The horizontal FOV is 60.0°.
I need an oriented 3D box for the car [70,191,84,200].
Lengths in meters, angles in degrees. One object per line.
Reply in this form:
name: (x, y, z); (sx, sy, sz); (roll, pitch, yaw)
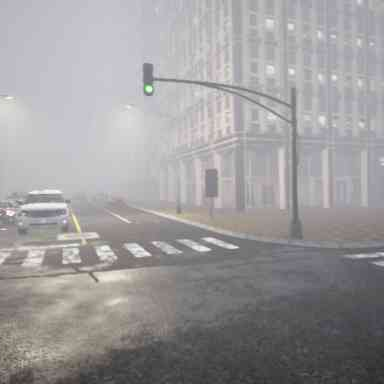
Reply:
car: (-19.627, 0.610, 56.656); (1.994, 1.385, 4.181); (-1, 1, -21)

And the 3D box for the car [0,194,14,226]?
car: (-11.409, 1.153, 19.906); (1.967, 1.590, 4.097); (0, 1, -21)

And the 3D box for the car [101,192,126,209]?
car: (-7.697, 0.970, 33.400); (1.802, 1.307, 4.206); (0, 1, -21)

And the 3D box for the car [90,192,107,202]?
car: (-13.799, 0.702, 48.979); (1.947, 1.339, 4.313); (0, 1, -21)

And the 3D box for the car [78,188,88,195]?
car: (-28.035, -0.134, 85.322); (2.192, 1.841, 5.009); (0, 1, -21)

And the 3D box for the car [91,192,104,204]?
car: (-11.826, 0.743, 43.944); (1.752, 1.417, 4.829); (0, 1, -21)

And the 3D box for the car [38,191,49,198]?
car: (-29.709, 0.504, 66.622); (1.887, 1.381, 4.507); (0, 1, -21)

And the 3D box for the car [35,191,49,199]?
car: (-27.675, 0.594, 61.432); (2.008, 1.369, 4.403); (0, 1, -21)

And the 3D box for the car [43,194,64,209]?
car: (-15.034, 0.980, 36.238); (1.994, 1.385, 4.181); (-1, 1, -22)

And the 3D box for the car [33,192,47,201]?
car: (-25.642, 0.671, 56.241); (1.887, 1.381, 4.507); (0, 1, -21)

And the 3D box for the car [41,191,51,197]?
car: (-33.776, 0.359, 77.003); (1.947, 1.339, 4.313); (0, 1, -21)

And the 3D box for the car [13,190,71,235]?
car: (-7.760, 0.938, 17.643); (2.150, 2.045, 5.566); (-1, 1, -21)

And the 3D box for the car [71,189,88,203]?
car: (-15.833, 0.749, 47.025); (2.033, 1.411, 5.357); (-1, 1, -22)

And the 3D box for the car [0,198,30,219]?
car: (-13.443, 1.211, 25.099); (1.802, 1.307, 4.206); (0, 1, -21)

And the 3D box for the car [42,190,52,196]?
car: (-35.809, 0.254, 82.194); (1.887, 1.381, 4.507); (0, 1, -21)

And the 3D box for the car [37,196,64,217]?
car: (-11.375, 1.093, 26.887); (1.812, 1.442, 4.674); (-1, 1, -21)
